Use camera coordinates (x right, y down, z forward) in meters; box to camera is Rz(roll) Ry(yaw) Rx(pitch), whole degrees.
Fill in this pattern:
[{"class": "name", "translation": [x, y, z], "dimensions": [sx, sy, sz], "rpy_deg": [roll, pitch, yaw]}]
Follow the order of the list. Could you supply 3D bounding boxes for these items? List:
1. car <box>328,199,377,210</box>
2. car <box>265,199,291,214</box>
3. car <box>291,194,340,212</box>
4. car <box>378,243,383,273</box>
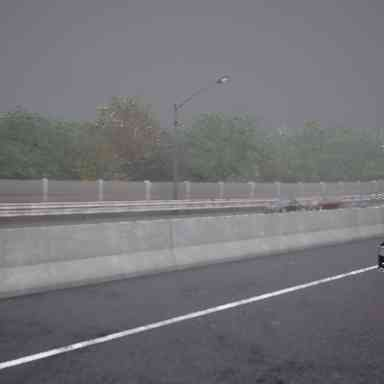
[{"class": "car", "translation": [12.820, 1.466, 25.592], "dimensions": [4.181, 1.385, 1.994], "rpy_deg": [0, 0, -34]}, {"class": "car", "translation": [9.030, 1.417, 31.479], "dimensions": [4.892, 1.490, 1.837], "rpy_deg": [0, 0, -34]}, {"class": "car", "translation": [11.041, 0.901, 28.611], "dimensions": [4.553, 1.767, 2.097], "rpy_deg": [0, 0, -34]}, {"class": "car", "translation": [6.606, 1.467, 8.394], "dimensions": [4.902, 1.511, 2.128], "rpy_deg": [0, 0, -35]}]
